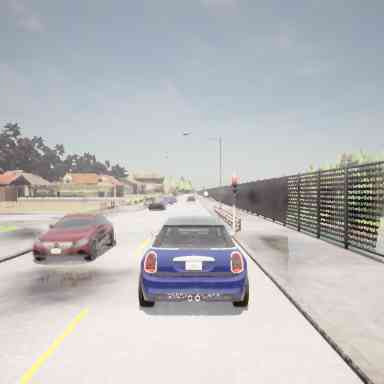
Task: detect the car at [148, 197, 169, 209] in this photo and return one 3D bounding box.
[{"bbox_3d":[-4.174,1.601,40.348,1.895,1.301,4.718,0,0,0],"label":"car"}]

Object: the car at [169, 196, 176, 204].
[{"bbox_3d":[-4.179,1.525,56.638,1.812,1.442,4.674,0,0,0],"label":"car"}]

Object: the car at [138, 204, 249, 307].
[{"bbox_3d":[0.038,1.352,8.138,2.097,1.767,4.553,0,0,0],"label":"car"}]

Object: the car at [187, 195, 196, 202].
[{"bbox_3d":[-0.138,1.524,76.338,1.812,1.442,4.674,0,0,0],"label":"car"}]

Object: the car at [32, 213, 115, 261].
[{"bbox_3d":[-4.109,1.525,12.348,1.812,1.442,4.674,0,0,0],"label":"car"}]
